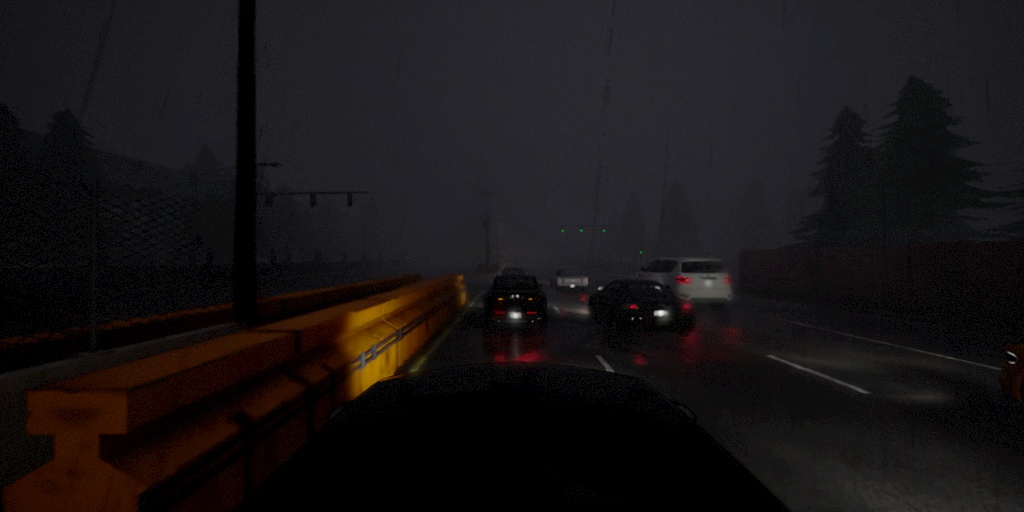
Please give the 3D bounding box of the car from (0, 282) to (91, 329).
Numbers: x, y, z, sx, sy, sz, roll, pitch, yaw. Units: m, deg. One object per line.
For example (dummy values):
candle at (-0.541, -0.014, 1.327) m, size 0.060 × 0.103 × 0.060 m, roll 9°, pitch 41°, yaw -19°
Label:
car at (-14.042, 1.350, 8.848) m, size 2.033 × 1.411 × 5.357 m, roll 0°, pitch 0°, yaw 1°

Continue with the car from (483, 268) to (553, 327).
car at (0.103, 1.330, 11.883) m, size 1.837 × 1.490 × 4.892 m, roll 0°, pitch 0°, yaw 0°

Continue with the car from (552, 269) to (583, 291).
car at (3.611, 1.509, 23.566) m, size 1.895 × 1.301 × 4.718 m, roll 0°, pitch 0°, yaw 0°

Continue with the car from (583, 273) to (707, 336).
car at (3.604, 1.377, 10.659) m, size 1.994 × 1.385 × 4.181 m, roll 0°, pitch -1°, yaw 0°

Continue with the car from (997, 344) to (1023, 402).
car at (7.100, 1.232, 2.400) m, size 1.882 × 1.535 × 5.008 m, roll 0°, pitch 0°, yaw 0°

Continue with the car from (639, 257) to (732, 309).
car at (7.106, 1.072, 15.625) m, size 2.150 × 2.045 × 5.566 m, roll 0°, pitch 0°, yaw 0°
